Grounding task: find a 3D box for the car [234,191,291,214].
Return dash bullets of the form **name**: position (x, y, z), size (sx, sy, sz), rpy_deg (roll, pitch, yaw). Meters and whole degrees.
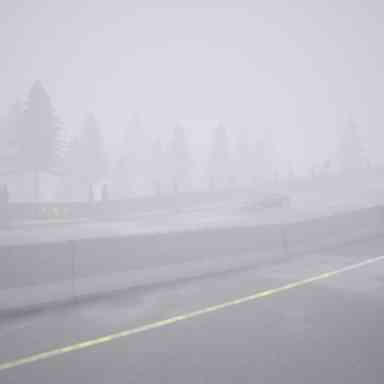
- **car**: position (5.306, 0.708, 24.868), size (4.902, 1.511, 2.128), rpy_deg (-6, 3, -35)
